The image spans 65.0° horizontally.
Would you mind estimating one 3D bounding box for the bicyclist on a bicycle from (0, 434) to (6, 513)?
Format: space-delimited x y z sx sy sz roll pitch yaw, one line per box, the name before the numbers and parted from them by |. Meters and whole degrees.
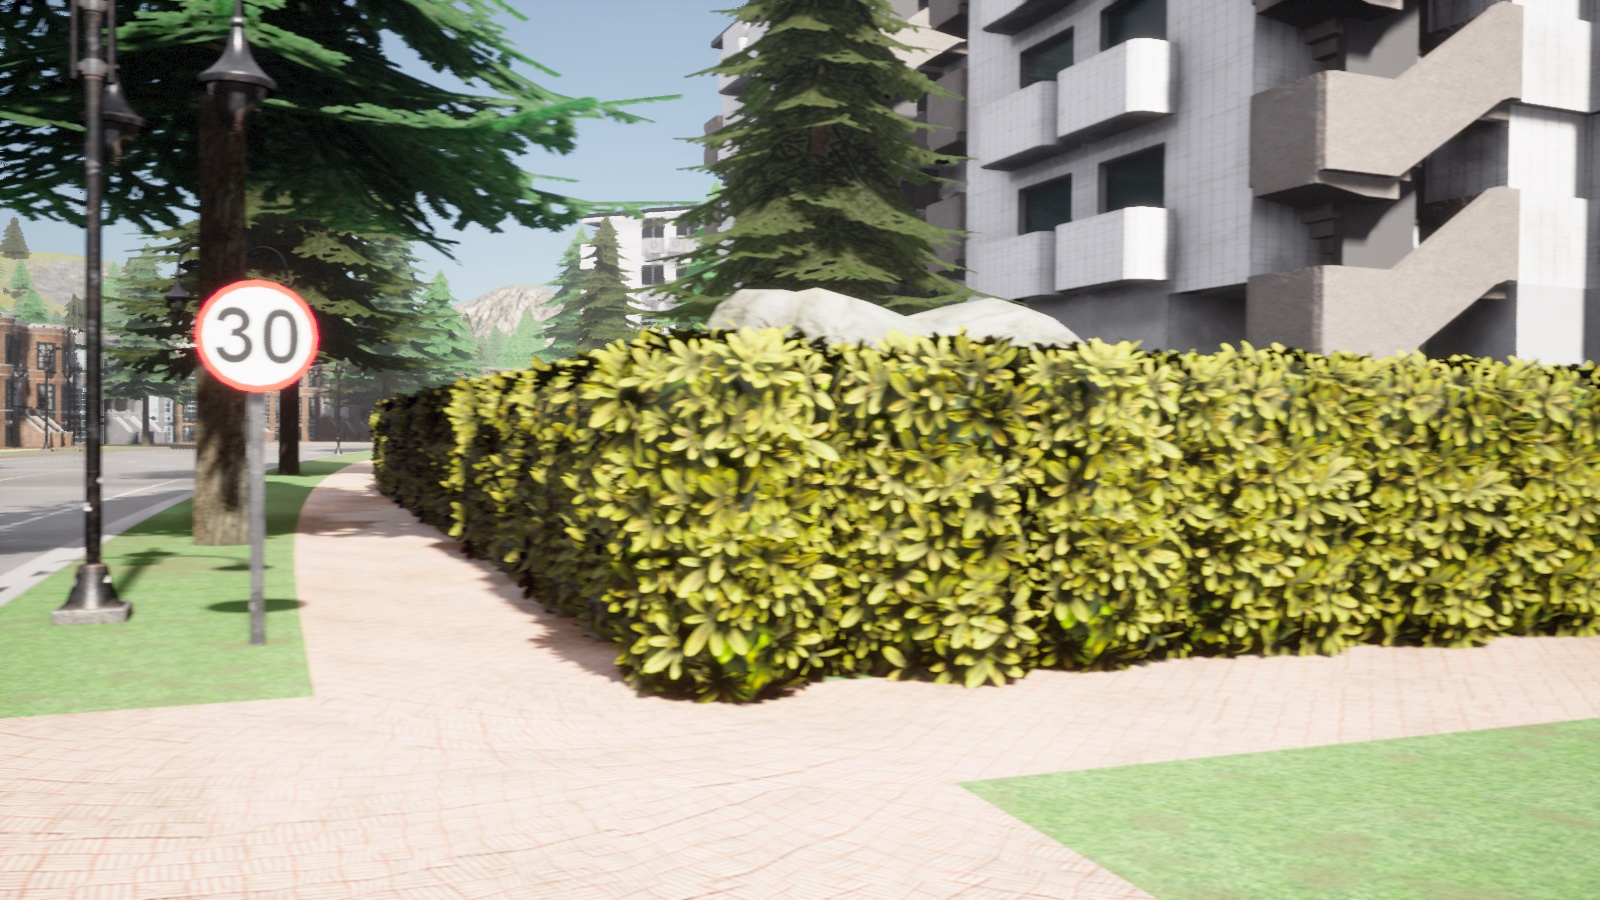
bicyclist on a bicycle | -16.457 0.483 25.127 0.582 1.620 1.656 -1 1 -19
